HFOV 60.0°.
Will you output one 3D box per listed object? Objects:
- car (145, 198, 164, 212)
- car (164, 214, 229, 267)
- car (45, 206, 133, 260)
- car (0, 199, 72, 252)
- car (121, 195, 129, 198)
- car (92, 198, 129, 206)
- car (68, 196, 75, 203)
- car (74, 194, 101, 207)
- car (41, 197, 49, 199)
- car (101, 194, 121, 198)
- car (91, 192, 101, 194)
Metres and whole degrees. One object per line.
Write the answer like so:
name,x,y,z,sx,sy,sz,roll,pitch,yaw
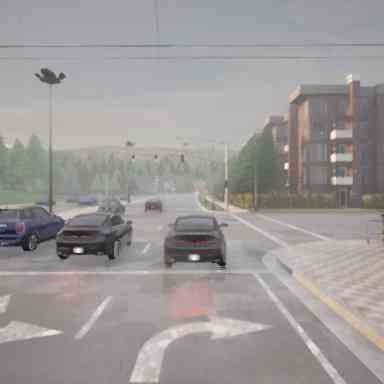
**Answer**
car,-4.366,1.467,38.823,1.882,1.535,5.008,0,0,-2
car,0.185,1.503,11.398,1.837,1.490,4.892,0,0,3
car,-3.441,1.502,12.468,1.837,1.490,4.892,0,0,0
car,-7.007,1.348,14.039,2.097,1.767,4.553,0,0,-1
car,-16.295,1.396,81.075,2.033,1.411,5.357,0,0,0
car,-7.582,1.539,31.722,2.033,1.411,5.357,0,0,-2
car,-23.300,1.534,65.445,1.994,1.385,4.181,0,0,0
car,-16.314,1.463,52.375,1.882,1.535,5.008,0,0,0
car,-23.305,1.549,53.110,1.994,1.385,4.181,0,0,0
car,-16.300,1.526,66.078,2.033,1.411,5.357,0,0,0
car,-23.295,1.109,80.379,2.150,2.045,5.566,0,0,0
